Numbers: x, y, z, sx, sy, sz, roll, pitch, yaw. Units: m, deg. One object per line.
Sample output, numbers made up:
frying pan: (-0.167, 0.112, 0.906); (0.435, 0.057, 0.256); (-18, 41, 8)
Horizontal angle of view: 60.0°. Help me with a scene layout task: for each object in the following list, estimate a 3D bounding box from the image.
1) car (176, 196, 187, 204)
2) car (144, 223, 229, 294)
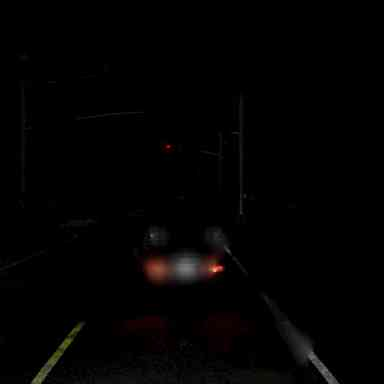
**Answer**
car: (-1.982, 1.525, 63.433); (1.812, 1.442, 4.674); (0, 0, -2)
car: (-0.175, 1.547, 8.963); (2.033, 1.411, 5.357); (0, 0, -1)
